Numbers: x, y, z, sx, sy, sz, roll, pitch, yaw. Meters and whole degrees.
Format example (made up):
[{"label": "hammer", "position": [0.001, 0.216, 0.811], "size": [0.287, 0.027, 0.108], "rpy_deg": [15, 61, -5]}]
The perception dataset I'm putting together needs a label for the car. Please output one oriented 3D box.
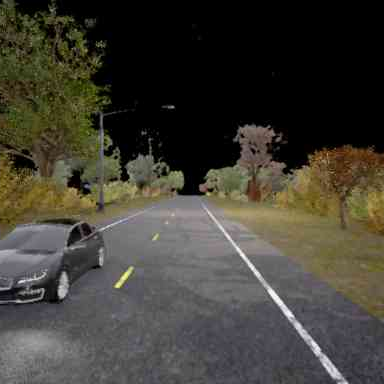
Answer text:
[{"label": "car", "position": [-3.498, 1.472, 8.177], "size": [1.837, 1.490, 4.892], "rpy_deg": [0, 0, 0]}]
